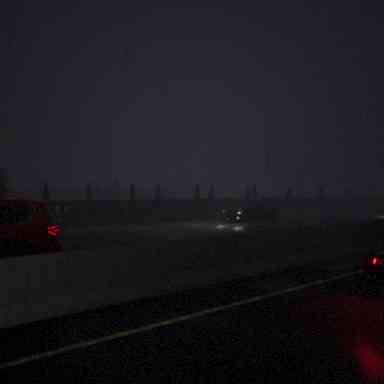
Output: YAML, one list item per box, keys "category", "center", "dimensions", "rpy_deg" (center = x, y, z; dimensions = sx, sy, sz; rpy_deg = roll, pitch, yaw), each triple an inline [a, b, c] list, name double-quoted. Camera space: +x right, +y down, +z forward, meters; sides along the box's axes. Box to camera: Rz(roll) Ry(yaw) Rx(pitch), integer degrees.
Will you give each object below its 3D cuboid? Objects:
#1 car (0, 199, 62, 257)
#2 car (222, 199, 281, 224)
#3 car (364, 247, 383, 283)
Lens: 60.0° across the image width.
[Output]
- category: "car"
  center: [-6.177, 1.209, 8.172]
  dimensions: [5.566, 2.045, 2.150]
  rpy_deg: [0, 0, -36]
- category: "car"
  center: [4.315, 1.291, 24.117]
  dimensions: [4.553, 1.767, 2.097]
  rpy_deg: [0, 0, -35]
- category: "car"
  center: [6.304, 1.572, 8.159]
  dimensions: [4.718, 1.301, 1.895]
  rpy_deg: [0, 0, -35]
